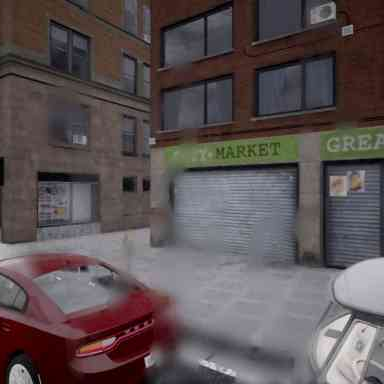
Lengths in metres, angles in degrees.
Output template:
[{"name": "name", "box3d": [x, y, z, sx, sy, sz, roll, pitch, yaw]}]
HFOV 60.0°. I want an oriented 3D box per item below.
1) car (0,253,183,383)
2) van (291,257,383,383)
[{"name": "car", "box3d": [-2.211, 1.544, 4.653, 4.507, 1.381, 1.887, 0, 0, 35]}, {"name": "van", "box3d": [2.398, 1.341, 1.367, 3.998, 1.788, 1.690, 0, 0, 35]}]
